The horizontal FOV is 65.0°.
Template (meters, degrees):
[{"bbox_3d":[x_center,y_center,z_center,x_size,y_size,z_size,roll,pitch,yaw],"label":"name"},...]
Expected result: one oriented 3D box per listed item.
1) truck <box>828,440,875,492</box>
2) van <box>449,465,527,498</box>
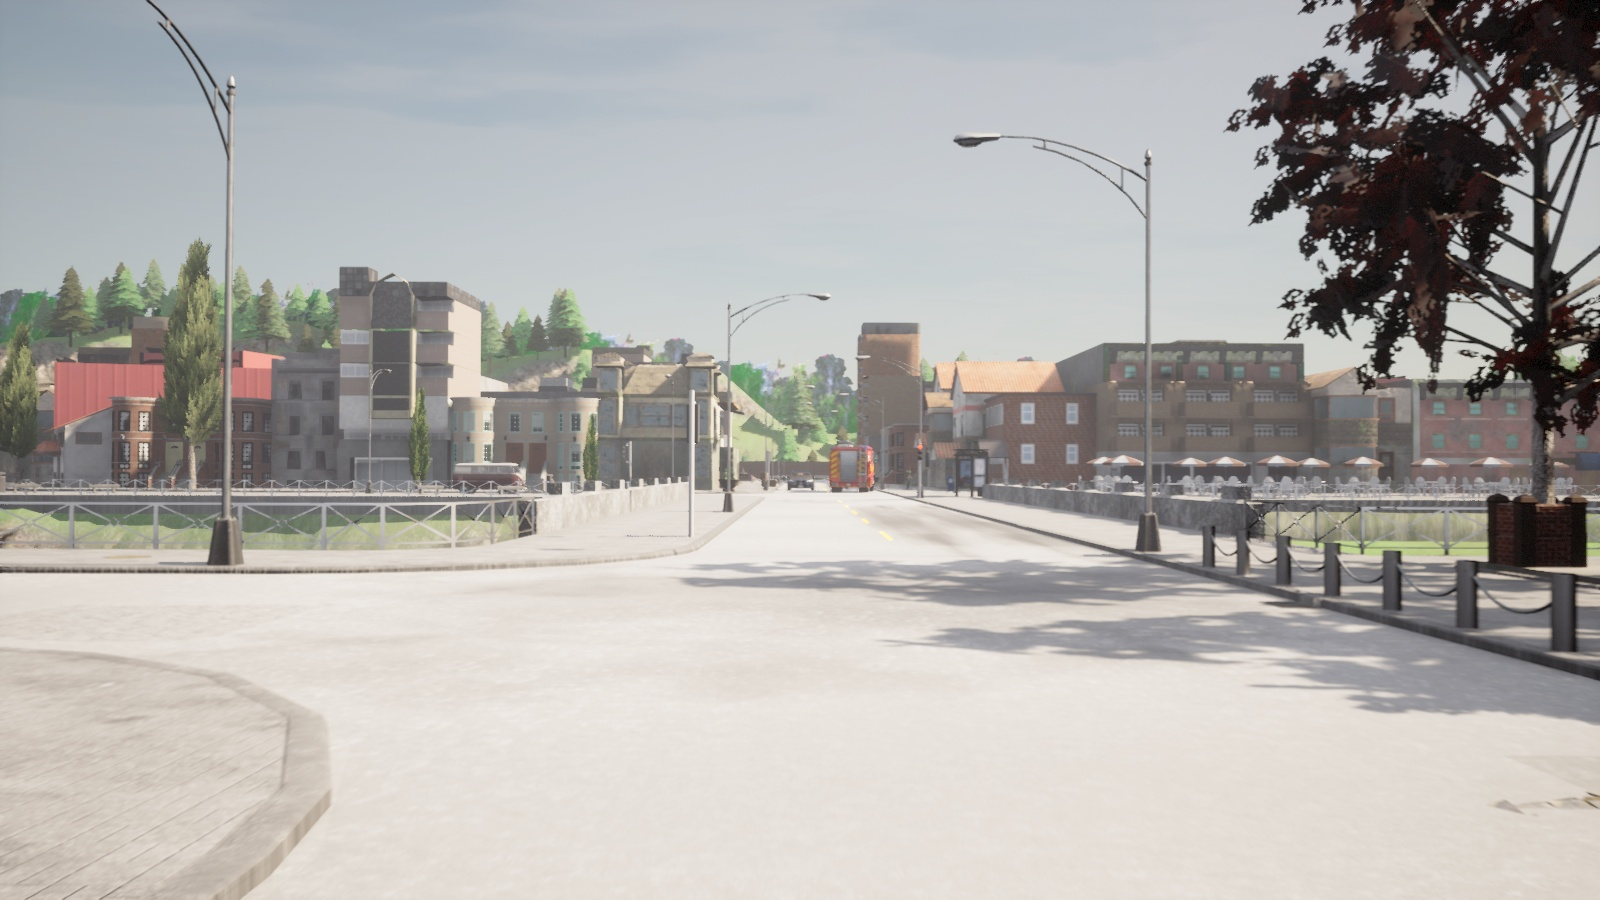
[{"bbox_3d":[4.001,1.231,95.444,2.891,3.827,8.468,0,-1,7],"label":"truck"},{"bbox_3d":[-19.433,1.958,78.377,4.442,1.987,1.775,0,-1,0],"label":"van"}]
